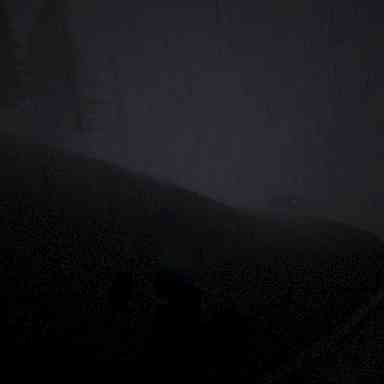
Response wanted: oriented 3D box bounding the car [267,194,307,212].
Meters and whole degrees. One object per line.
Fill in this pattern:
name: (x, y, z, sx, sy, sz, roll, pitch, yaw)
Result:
car: (11.078, 1.210, 39.209, 2.150, 2.045, 5.566, 0, -1, -21)
